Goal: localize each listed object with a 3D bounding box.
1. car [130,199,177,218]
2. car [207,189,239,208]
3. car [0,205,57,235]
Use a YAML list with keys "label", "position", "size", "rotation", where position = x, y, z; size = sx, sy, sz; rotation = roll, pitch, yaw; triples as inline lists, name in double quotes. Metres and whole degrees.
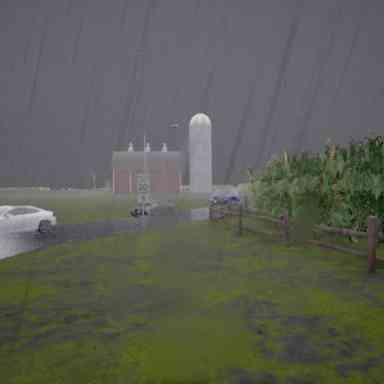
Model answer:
- label: "car"
  position: [-2.894, 1.220, 25.897]
  size: [1.994, 1.385, 4.181]
  rotation: [-1, 1, 30]
- label: "car"
  position: [3.654, 0.644, 37.952]
  size: [2.150, 2.045, 5.566]
  rotation: [-1, 0, 26]
- label: "car"
  position: [-8.733, 1.377, 15.857]
  size: [1.812, 1.442, 4.674]
  rotation: [-1, 1, 28]
